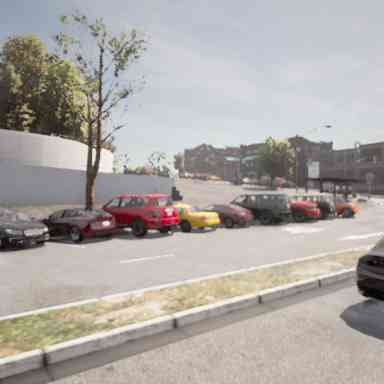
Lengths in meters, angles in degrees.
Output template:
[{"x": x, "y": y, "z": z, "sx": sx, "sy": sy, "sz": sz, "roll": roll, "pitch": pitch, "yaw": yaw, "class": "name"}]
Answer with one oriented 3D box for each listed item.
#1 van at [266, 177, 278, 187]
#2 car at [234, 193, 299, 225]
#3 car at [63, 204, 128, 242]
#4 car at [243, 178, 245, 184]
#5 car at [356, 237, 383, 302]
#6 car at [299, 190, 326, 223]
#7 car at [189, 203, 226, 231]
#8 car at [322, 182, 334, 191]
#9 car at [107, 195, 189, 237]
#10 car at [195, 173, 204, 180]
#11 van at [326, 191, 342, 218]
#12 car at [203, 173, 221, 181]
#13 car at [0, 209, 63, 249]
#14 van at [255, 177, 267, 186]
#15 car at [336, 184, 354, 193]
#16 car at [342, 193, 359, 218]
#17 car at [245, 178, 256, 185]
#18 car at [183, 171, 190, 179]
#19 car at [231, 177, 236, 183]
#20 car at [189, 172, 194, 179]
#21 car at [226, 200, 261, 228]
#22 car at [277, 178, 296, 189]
[{"x": 17.758, "y": -1.902, "z": 68.901, "sx": 1.878, "sy": 1.987, "sz": 4.442, "roll": 7, "pitch": 4, "yaw": 35, "class": "van"}, {"x": 4.057, "y": 1.137, "z": 23.084, "sx": 5.566, "sy": 2.045, "sz": 2.435, "roll": -1, "pitch": 0, "yaw": 35, "class": "car"}, {"x": -5.744, "y": 1.490, "z": 16.134, "sx": 4.792, "sy": 1.488, "sz": 2.163, "roll": -1, "pitch": 0, "yaw": 35, "class": "car"}, {"x": 12.624, "y": -2.456, "z": 76.425, "sx": 2.002, "sy": 1.452, "sz": 4.674, "roll": 7, "pitch": 4, "yaw": 35, "class": "car"}, {"x": 5.321, "y": 1.452, "z": 6.917, "sx": 4.892, "sy": 1.490, "sz": 1.837, "roll": -1, "pitch": 0, "yaw": -35, "class": "car"}, {"x": 6.571, "y": 1.119, "z": 24.787, "sx": 5.566, "sy": 2.045, "sz": 2.435, "roll": -1, "pitch": -1, "yaw": 35, "class": "car"}, {"x": -0.977, "y": 1.424, "z": 19.703, "sx": 5.366, "sy": 1.575, "sz": 1.946, "roll": -1, "pitch": 0, "yaw": 35, "class": "car"}, {"x": 24.729, "y": -0.837, "z": 59.154, "sx": 2.435, "sy": 2.045, "sz": 5.566, "roll": 7, "pitch": 3, "yaw": 35, "class": "car"}, {"x": -3.300, "y": 1.191, "z": 17.876, "sx": 5.566, "sy": 2.045, "sz": 2.435, "roll": -1, "pitch": 0, "yaw": 35, "class": "car"}, {"x": 3.923, "y": -4.111, "z": 88.655, "sx": 2.435, "sy": 2.045, "sz": 5.566, "roll": 7, "pitch": 4, "yaw": 34, "class": "car"}, {"x": 9.111, "y": 1.126, "z": 26.456, "sx": 4.442, "sy": 1.987, "sz": 1.878, "roll": -1, "pitch": -1, "yaw": 35, "class": "van"}, {"x": 5.776, "y": -3.590, "z": 86.397, "sx": 1.946, "sy": 1.575, "sz": 5.366, "roll": 6, "pitch": 3, "yaw": 34, "class": "car"}, {"x": -8.165, "y": 1.482, "z": 14.389, "sx": 4.892, "sy": 1.521, "sz": 2.231, "roll": -1, "pitch": -1, "yaw": 35, "class": "car"}, {"x": 16.029, "y": -2.175, "z": 71.372, "sx": 1.878, "sy": 1.987, "sz": 4.442, "roll": 7, "pitch": 4, "yaw": 35, "class": "van"}, {"x": 26.421, "y": -0.274, "z": 56.683, "sx": 2.002, "sy": 1.452, "sz": 4.674, "roll": 6, "pitch": 3, "yaw": 35, "class": "car"}, {"x": 11.522, "y": 1.210, "z": 28.205, "sx": 4.553, "sy": 1.767, "sz": 2.185, "roll": -1, "pitch": 0, "yaw": 35, "class": "car"}, {"x": 14.456, "y": -2.225, "z": 74.104, "sx": 1.946, "sy": 1.575, "sz": 5.366, "roll": 6, "pitch": 3, "yaw": 35, "class": "car"}, {"x": 0.400, "y": -4.497, "z": 93.591, "sx": 2.185, "sy": 1.767, "sz": 4.553, "roll": 4, "pitch": 1, "yaw": 33, "class": "car"}, {"x": 10.882, "y": -2.729, "z": 78.887, "sx": 2.002, "sy": 1.452, "sz": 4.674, "roll": 6, "pitch": 4, "yaw": 35, "class": "car"}, {"x": 2.129, "y": -4.263, "z": 91.121, "sx": 2.185, "sy": 1.767, "sz": 4.553, "roll": 6, "pitch": 3, "yaw": 34, "class": "car"}, {"x": 1.630, "y": 1.446, "z": 21.329, "sx": 4.674, "sy": 1.452, "sz": 2.002, "roll": -1, "pitch": 0, "yaw": 35, "class": "car"}, {"x": 19.519, "y": -1.404, "z": 66.540, "sx": 2.231, "sy": 1.521, "sz": 4.892, "roll": 7, "pitch": 3, "yaw": 35, "class": "car"}]
